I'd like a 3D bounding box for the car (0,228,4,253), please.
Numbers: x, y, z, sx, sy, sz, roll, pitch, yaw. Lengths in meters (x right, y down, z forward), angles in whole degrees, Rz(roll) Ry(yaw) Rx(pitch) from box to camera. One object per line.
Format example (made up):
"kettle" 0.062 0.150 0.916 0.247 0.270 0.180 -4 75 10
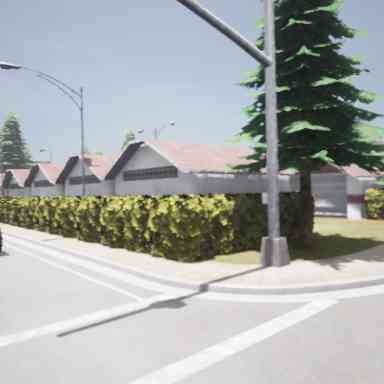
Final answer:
"car" -9.119 1.673 13.487 2.128 1.511 4.902 -2 0 -42
